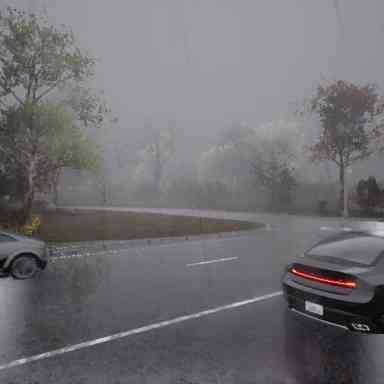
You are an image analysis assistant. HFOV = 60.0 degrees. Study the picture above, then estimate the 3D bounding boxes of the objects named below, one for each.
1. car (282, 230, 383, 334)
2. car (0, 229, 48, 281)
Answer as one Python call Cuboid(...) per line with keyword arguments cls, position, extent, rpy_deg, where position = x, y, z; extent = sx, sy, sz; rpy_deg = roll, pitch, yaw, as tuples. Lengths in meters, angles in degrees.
Cuboid(cls="car", position=(3.812, 1.505, 6.438), extent=(4.892, 1.490, 1.837), rpy_deg=(0, 0, -36))
Cuboid(cls="car", position=(-5.907, 1.564, 8.367), extent=(4.181, 1.385, 1.994), rpy_deg=(0, 0, -35))
